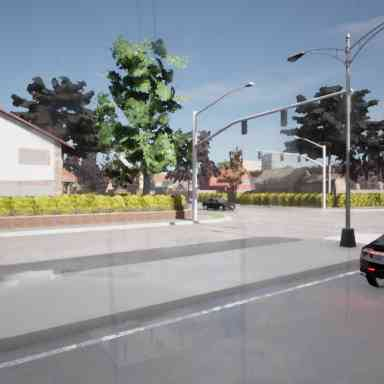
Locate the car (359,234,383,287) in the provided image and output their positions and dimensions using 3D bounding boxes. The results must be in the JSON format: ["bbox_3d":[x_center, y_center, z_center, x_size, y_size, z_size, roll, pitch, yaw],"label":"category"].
[{"bbox_3d":[5.998,1.491,8.063,4.902,1.511,2.128,0,0,-35],"label":"car"}]

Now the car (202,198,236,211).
[{"bbox_3d":[3.197,1.503,40.084,1.837,1.490,4.892,0,0,-36],"label":"car"}]
